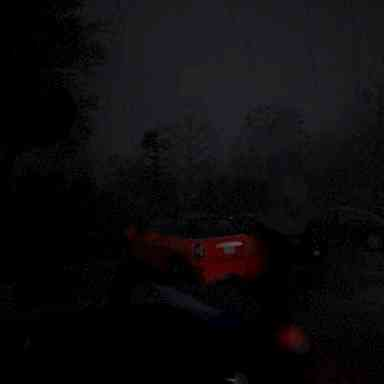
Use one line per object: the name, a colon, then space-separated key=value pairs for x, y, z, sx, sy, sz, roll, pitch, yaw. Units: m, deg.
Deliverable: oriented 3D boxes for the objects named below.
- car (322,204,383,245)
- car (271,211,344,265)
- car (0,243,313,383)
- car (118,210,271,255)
car: x=8.919 y=1.434 z=15.419 sx=2.163 sy=1.488 sz=4.792 roll=0 pitch=0 yaw=-34
car: x=1.875 y=1.425 z=10.713 sx=2.097 sy=1.535 sz=5.008 roll=0 pitch=0 yaw=-34
car: x=-1.379 y=1.532 z=2.764 sx=5.357 sy=1.411 sz=2.033 roll=0 pitch=0 yaw=-33
car: x=-0.350 y=1.306 z=9.184 sx=2.185 sy=1.767 sz=4.553 roll=0 pitch=0 yaw=-34
